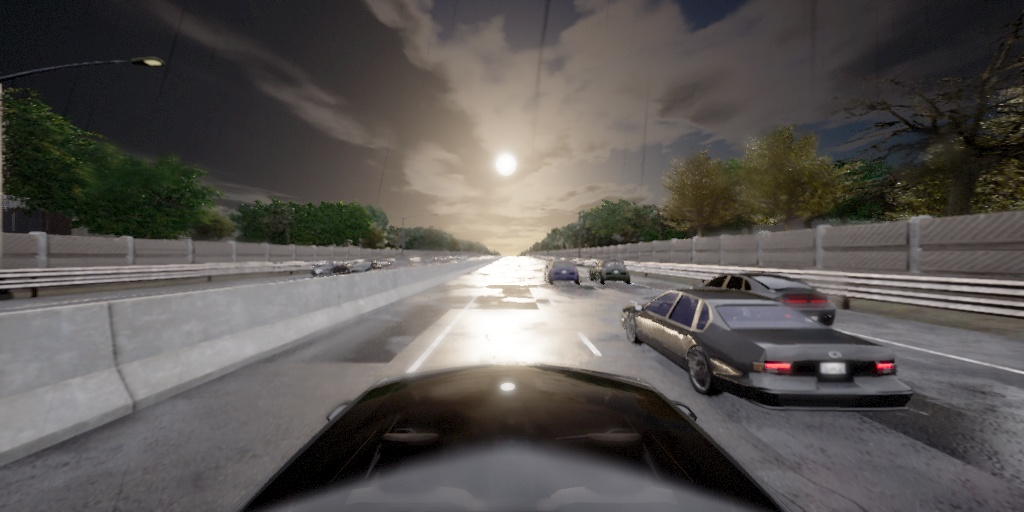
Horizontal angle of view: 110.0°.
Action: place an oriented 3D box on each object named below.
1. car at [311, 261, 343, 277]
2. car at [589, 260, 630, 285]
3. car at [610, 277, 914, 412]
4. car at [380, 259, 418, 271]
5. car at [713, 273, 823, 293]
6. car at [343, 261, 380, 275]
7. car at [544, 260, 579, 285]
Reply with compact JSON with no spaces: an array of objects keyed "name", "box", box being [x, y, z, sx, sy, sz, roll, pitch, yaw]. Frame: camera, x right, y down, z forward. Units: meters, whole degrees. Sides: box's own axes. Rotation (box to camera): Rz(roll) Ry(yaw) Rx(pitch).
[{"name":"car","box":[-17.591,1.241,34.976,2.128,1.511,4.902,0,0,0]},{"name":"car","box":[7.092,1.106,26.545,2.097,1.767,4.553,0,0,0]},{"name":"car","box":[3.584,1.300,6.500,2.033,1.411,5.357,0,0,0]},{"name":"car","box":[-10.593,1.102,34.606,2.097,1.767,4.553,0,0,0]},{"name":"car","box":[7.092,1.259,10.902,1.837,1.490,4.892,0,0,0]},{"name":"car","box":[-14.092,1.254,34.715,1.837,1.490,4.892,0,0,0]},{"name":"car","box":[3.592,1.106,26.552,2.097,1.767,4.553,0,0,0]}]
